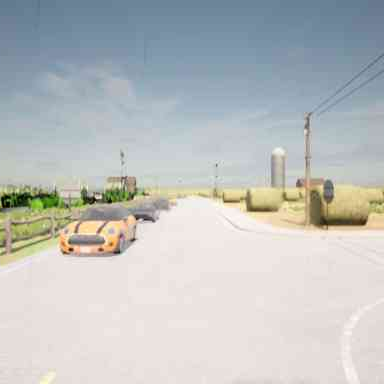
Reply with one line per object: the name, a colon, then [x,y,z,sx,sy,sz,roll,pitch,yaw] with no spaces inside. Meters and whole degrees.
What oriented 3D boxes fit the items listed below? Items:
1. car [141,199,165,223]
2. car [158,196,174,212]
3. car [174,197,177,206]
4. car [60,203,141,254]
car: [-3.546,1.544,25.774,2.033,1.411,5.357,0,0,0]
car: [-3.514,1.502,39.303,1.837,1.490,4.892,0,0,0]
car: [-3.438,1.472,54.993,1.882,1.535,5.008,0,0,1]
car: [-3.569,1.354,13.430,2.097,1.767,4.553,0,0,0]
